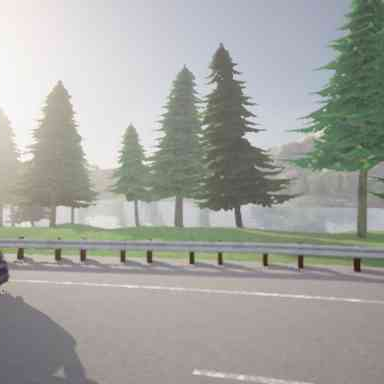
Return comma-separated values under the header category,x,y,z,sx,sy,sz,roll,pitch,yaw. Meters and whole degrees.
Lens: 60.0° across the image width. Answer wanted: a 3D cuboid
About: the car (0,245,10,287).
category,x,y,z,sx,sy,sz,roll,pitch,yaw
car,-6.406,1.417,6.972,4.553,1.767,2.097,0,0,9
